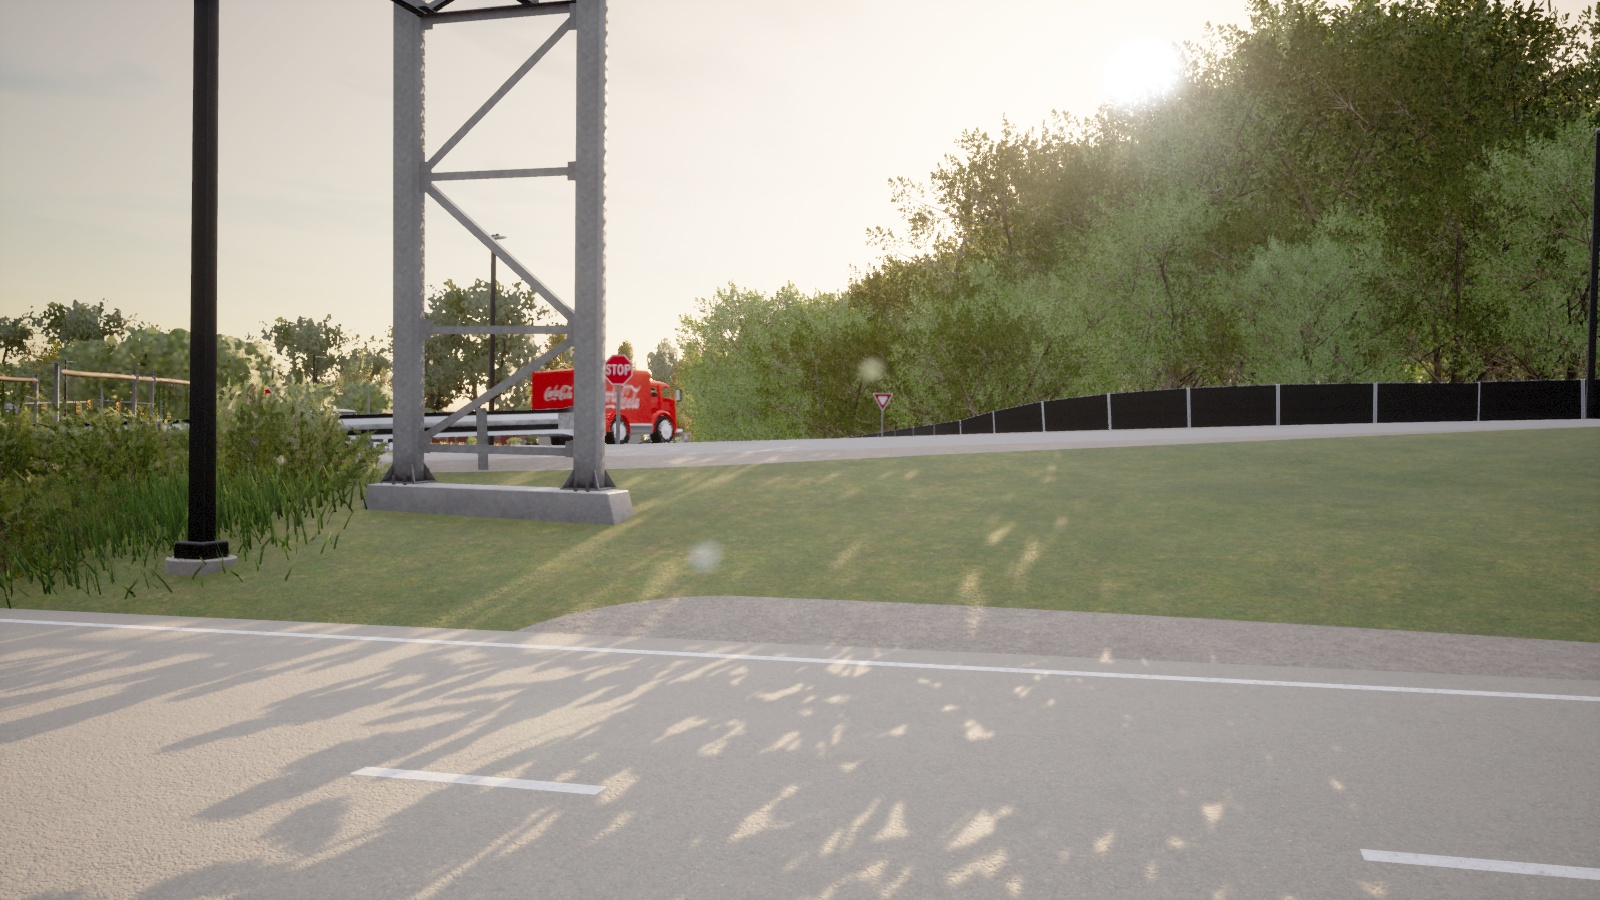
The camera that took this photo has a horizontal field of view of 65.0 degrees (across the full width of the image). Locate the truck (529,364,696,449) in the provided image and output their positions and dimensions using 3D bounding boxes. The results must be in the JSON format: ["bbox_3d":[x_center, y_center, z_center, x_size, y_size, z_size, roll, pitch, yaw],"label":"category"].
[{"bbox_3d":[-5.985,-1.356,40.790,2.627,2.467,5.204,-2,0,30],"label":"truck"}]
